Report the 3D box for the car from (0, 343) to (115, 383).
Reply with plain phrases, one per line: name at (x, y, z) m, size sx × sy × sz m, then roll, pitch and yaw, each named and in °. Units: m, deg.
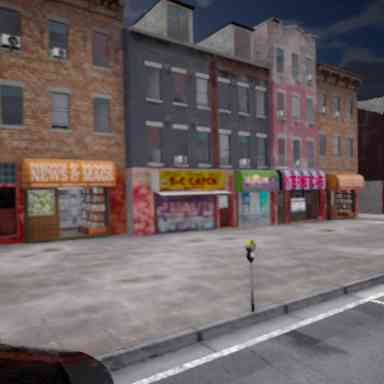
car at (-2.333, 1.567, 1.167) m, size 4.313 × 1.339 × 1.947 m, roll 0°, pitch -1°, yaw -35°
